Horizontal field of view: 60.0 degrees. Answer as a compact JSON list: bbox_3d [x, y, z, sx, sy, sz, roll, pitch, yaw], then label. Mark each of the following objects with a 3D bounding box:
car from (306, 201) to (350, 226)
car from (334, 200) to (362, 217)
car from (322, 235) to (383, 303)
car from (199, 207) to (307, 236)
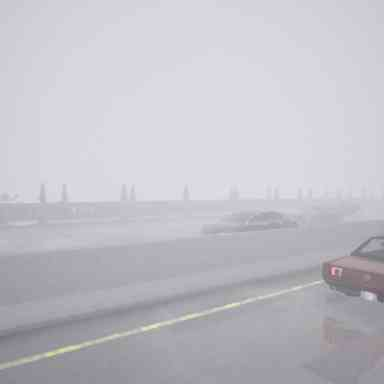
[{"bbox_3d":[8.501,1.565,22.774,4.181,1.385,1.994,0,0,-34],"label":"car"},{"bbox_3d":[13.441,1.480,30.341,5.008,1.535,1.882,0,0,-34],"label":"car"},{"bbox_3d":[5.035,1.602,7.332,4.718,1.301,1.895,0,0,-35],"label":"car"},{"bbox_3d":[2.533,1.505,14.363,4.892,1.490,1.837,0,0,-35],"label":"car"}]
